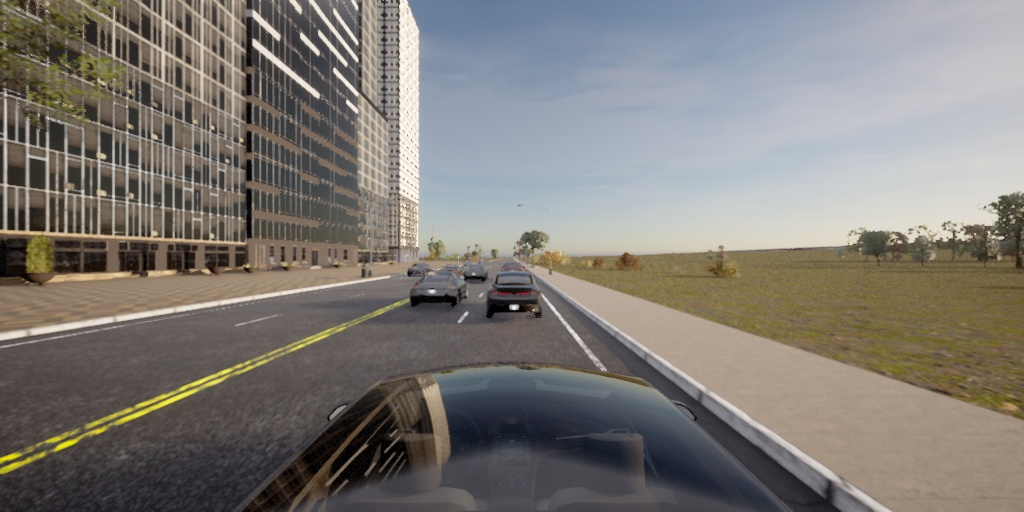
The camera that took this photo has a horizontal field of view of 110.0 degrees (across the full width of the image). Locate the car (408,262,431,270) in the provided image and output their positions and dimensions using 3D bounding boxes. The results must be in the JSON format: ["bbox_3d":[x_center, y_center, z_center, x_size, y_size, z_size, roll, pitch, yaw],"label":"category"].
[{"bbox_3d":[-9.884,1.461,38.653,1.837,1.490,4.892,0,-1,0],"label":"car"}]

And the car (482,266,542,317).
[{"bbox_3d":[0.074,1.322,13.485,1.837,1.490,4.892,0,0,0],"label":"car"}]

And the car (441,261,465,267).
[{"bbox_3d":[-6.636,1.520,38.909,1.994,1.385,4.181,0,0,0],"label":"car"}]

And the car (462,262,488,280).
[{"bbox_3d":[-3.189,1.481,31.917,1.994,1.385,4.181,0,0,0],"label":"car"}]

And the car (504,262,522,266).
[{"bbox_3d":[0.060,1.264,31.083,2.097,1.767,4.553,0,0,0],"label":"car"}]

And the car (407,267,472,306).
[{"bbox_3d":[-3.173,1.394,16.234,1.994,1.385,4.181,0,0,0],"label":"car"}]
